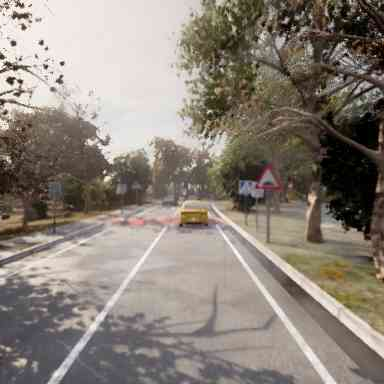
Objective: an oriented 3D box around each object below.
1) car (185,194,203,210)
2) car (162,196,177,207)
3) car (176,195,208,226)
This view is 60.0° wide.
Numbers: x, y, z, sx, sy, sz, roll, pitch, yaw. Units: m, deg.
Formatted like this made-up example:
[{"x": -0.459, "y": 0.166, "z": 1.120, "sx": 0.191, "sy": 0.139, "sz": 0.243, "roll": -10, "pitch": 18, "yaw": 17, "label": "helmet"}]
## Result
[{"x": 0.229, "y": 1.128, "z": 40.736, "sx": 2.097, "sy": 1.767, "sz": 4.553, "roll": 0, "pitch": 1, "yaw": 1, "label": "car"}, {"x": -3.014, "y": 1.250, "z": 46.524, "sx": 2.033, "sy": 1.411, "sz": 5.357, "roll": 0, "pitch": 1, "yaw": 2, "label": "car"}, {"x": 0.112, "y": 1.297, "z": 23.097, "sx": 1.882, "sy": 1.535, "sz": 5.008, "roll": 0, "pitch": 6, "yaw": 0, "label": "car"}]
